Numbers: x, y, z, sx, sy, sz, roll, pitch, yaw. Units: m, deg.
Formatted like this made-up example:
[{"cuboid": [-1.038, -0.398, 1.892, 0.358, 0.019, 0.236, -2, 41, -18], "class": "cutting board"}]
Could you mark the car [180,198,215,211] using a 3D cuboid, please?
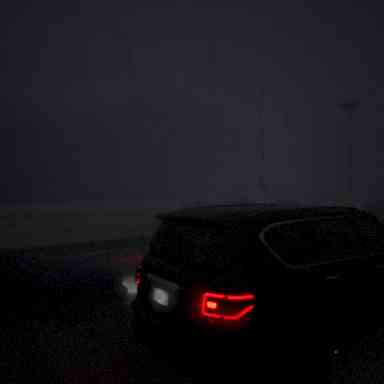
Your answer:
[{"cuboid": [0.671, 1.484, 41.430, 4.181, 1.385, 1.994, 0, 0, -45], "class": "car"}]

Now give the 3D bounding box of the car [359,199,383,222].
[{"cuboid": [14.795, 1.358, 25.600, 5.008, 1.535, 1.882, 0, 0, -44], "class": "car"}]

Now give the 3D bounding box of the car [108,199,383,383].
[{"cuboid": [1.800, 1.205, 5.211, 5.566, 2.045, 2.150, 0, 0, -37], "class": "car"}]

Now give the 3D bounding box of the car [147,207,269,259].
[{"cuboid": [0.790, 1.478, 13.306, 4.892, 1.490, 1.837, -1, 0, -38], "class": "car"}]

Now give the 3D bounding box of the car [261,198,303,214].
[{"cuboid": [9.711, 1.434, 35.562, 2.033, 1.411, 5.357, 0, 0, 45], "class": "car"}]

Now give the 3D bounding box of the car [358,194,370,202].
[{"cuboid": [35.168, 1.159, 68.007, 1.837, 1.490, 4.892, 0, 0, 32], "class": "car"}]

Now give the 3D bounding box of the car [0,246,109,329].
[{"cuboid": [-3.833, 1.557, 5.387, 5.357, 1.411, 2.033, 0, 0, -36], "class": "car"}]
